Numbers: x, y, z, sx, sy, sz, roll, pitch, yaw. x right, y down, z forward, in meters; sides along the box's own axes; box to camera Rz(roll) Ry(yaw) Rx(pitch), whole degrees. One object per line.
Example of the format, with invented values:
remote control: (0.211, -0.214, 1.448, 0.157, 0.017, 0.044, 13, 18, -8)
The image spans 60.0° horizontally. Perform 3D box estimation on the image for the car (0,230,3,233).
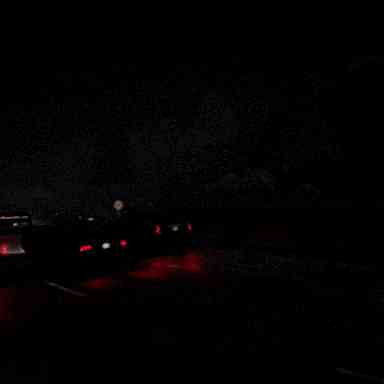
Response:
car: (-7.187, 1.719, 9.627, 1.895, 1.301, 4.718, 0, 0, -43)

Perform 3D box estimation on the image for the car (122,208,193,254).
car: (-2.089, 1.462, 14.425, 2.097, 1.767, 4.553, 0, 0, -43)

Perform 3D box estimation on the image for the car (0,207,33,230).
car: (-11.538, 1.721, 21.731, 2.128, 1.511, 4.902, 0, 0, -28)

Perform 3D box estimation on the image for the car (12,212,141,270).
car: (-4.249, 1.655, 11.573, 2.033, 1.411, 5.357, 0, 0, -44)

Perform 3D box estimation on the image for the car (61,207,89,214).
car: (-8.071, 1.753, 22.623, 2.033, 1.411, 5.357, 0, 0, -29)
